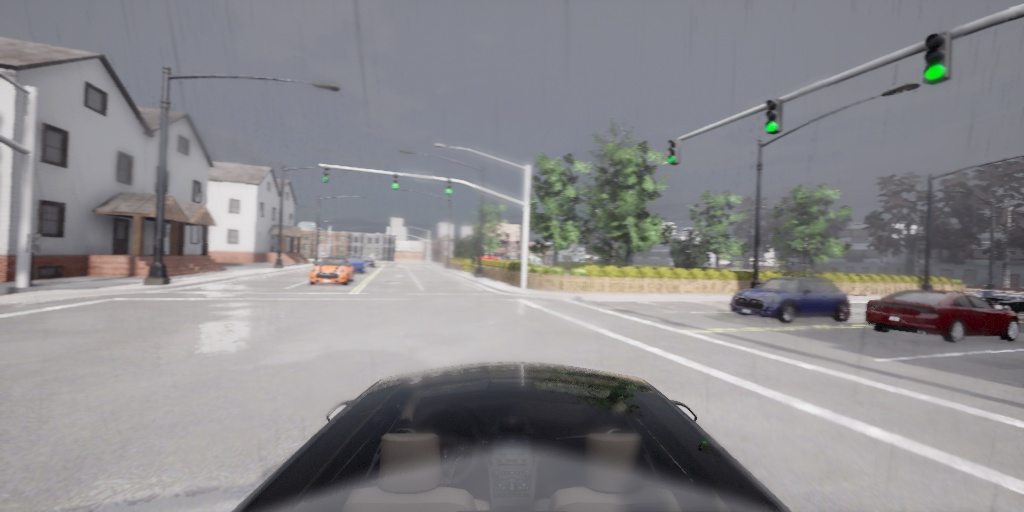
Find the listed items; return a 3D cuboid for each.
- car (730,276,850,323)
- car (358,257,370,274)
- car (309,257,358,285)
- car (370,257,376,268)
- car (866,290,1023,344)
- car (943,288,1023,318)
[{"bbox_3d":[11.398,1.672,14.776,4.553,1.767,2.097,2,0,-17],"label":"car"},{"bbox_3d":[-15.293,0.916,34.955,1.882,1.535,5.008,2,-1,-18],"label":"car"},{"bbox_3d":[-11.467,0.859,23.081,2.097,1.767,4.553,2,0,-18],"label":"car"},{"bbox_3d":[-20.114,0.879,50.024,1.812,1.442,4.674,2,0,-18],"label":"car"},{"bbox_3d":[14.272,1.898,11.893,5.008,1.535,1.882,2,0,-17],"label":"car"},{"bbox_3d":[25.952,2.501,19.234,4.718,1.301,1.895,2,0,-17],"label":"car"}]
